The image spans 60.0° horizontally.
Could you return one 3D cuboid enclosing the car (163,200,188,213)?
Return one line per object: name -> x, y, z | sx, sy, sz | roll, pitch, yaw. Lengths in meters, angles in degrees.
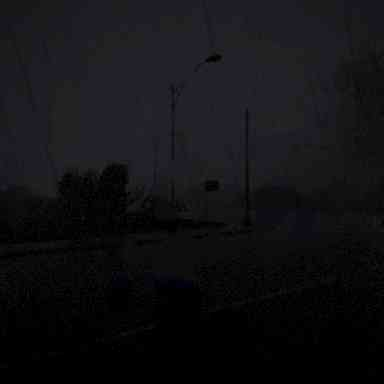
car -> -2.342, 1.533, 35.644 | 1.837, 1.490, 4.892 | 0, 0, -39
